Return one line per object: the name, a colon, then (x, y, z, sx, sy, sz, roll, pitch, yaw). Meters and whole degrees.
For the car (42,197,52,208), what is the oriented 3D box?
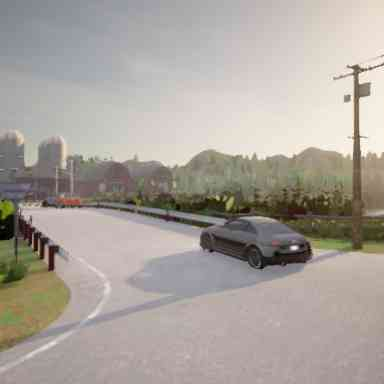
car: (-19.278, 1.467, 45.521, 2.128, 1.511, 4.902, 0, -3, -34)

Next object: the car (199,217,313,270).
car: (1.963, 1.522, 11.241, 1.994, 1.385, 4.181, 0, 1, -28)

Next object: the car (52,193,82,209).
car: (-13.900, 0.928, 37.375, 2.097, 1.767, 4.553, 0, -1, -33)
